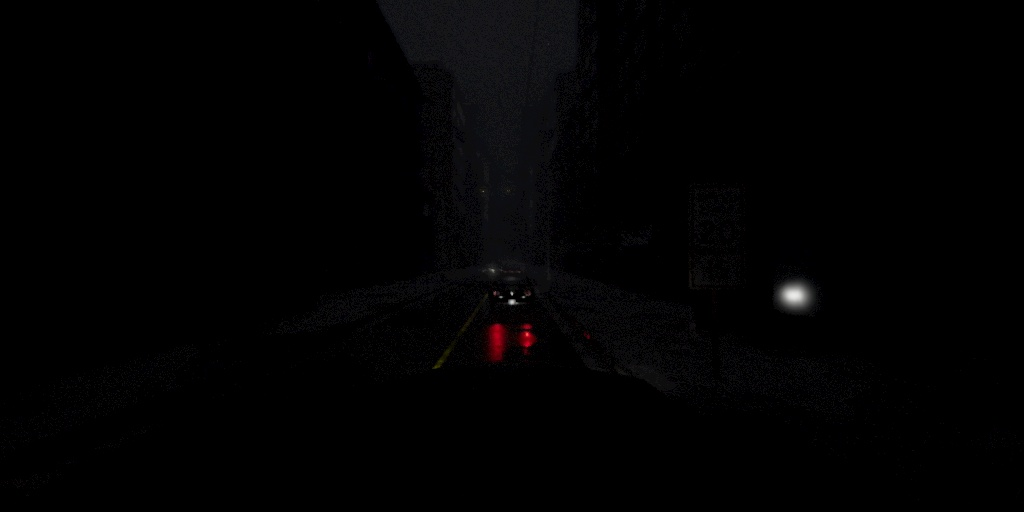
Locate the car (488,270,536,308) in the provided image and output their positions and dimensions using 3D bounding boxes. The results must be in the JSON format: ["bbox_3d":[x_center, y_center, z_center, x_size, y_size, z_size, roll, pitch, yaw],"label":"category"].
[{"bbox_3d":[0.005,1.484,15.961,1.895,1.301,4.718,0,0,0],"label":"car"}]

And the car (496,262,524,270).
[{"bbox_3d":[0.010,1.518,31.152,2.128,1.511,4.902,0,0,0],"label":"car"}]
